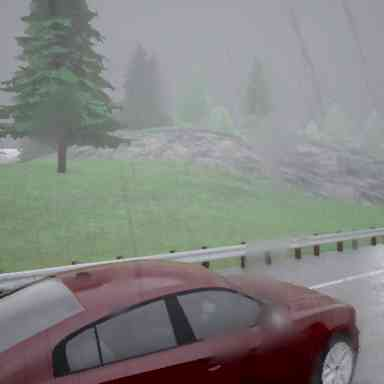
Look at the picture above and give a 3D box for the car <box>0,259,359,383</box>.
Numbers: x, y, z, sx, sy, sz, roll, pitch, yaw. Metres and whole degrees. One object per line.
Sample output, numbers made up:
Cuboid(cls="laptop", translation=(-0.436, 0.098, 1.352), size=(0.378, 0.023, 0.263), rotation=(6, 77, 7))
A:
Cuboid(cls="car", translation=(-0.283, 1.476, 3.417), size=(5.008, 1.535, 1.882), rotation=(0, 0, -34))
